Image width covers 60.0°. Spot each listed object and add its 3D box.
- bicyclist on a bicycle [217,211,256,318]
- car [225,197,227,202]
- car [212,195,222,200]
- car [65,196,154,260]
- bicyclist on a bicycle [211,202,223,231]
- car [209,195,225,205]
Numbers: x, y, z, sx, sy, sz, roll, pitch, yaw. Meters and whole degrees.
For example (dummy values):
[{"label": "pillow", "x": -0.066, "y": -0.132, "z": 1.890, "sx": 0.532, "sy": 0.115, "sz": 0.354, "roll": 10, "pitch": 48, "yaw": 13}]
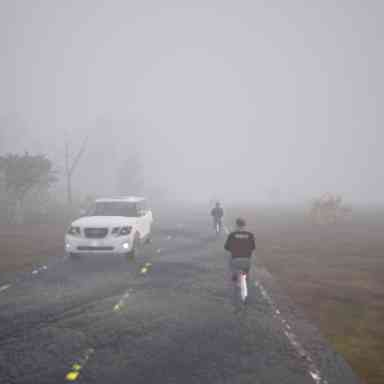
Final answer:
[{"label": "bicyclist on a bicycle", "x": 0.929, "y": 1.365, "z": 6.521, "sx": 0.659, "sy": 1.776, "sz": 1.843, "roll": 0, "pitch": 0, "yaw": 1}, {"label": "car", "x": 6.632, "y": 1.514, "z": 73.535, "sx": 1.994, "sy": 1.385, "sz": 4.181, "roll": 0, "pitch": 0, "yaw": 10}, {"label": "car", "x": 6.943, "y": 1.496, "z": 90.543, "sx": 2.033, "sy": 1.411, "sz": 5.357, "roll": 0, "pitch": 0, "yaw": 12}, {"label": "car", "x": -2.840, "y": 1.210, "z": 12.778, "sx": 2.150, "sy": 2.045, "sz": 5.566, "roll": 0, "pitch": 0, "yaw": 2}, {"label": "bicyclist on a bicycle", "x": 1.201, "y": 1.358, "z": 15.726, "sx": 0.659, "sy": 1.776, "sz": 1.843, "roll": 0, "pitch": 0, "yaw": 2}, {"label": "car", "x": 4.010, "y": 1.531, "z": 55.892, "sx": 1.994, "sy": 1.385, "sz": 4.181, "roll": 0, "pitch": 0, "yaw": 8}]
